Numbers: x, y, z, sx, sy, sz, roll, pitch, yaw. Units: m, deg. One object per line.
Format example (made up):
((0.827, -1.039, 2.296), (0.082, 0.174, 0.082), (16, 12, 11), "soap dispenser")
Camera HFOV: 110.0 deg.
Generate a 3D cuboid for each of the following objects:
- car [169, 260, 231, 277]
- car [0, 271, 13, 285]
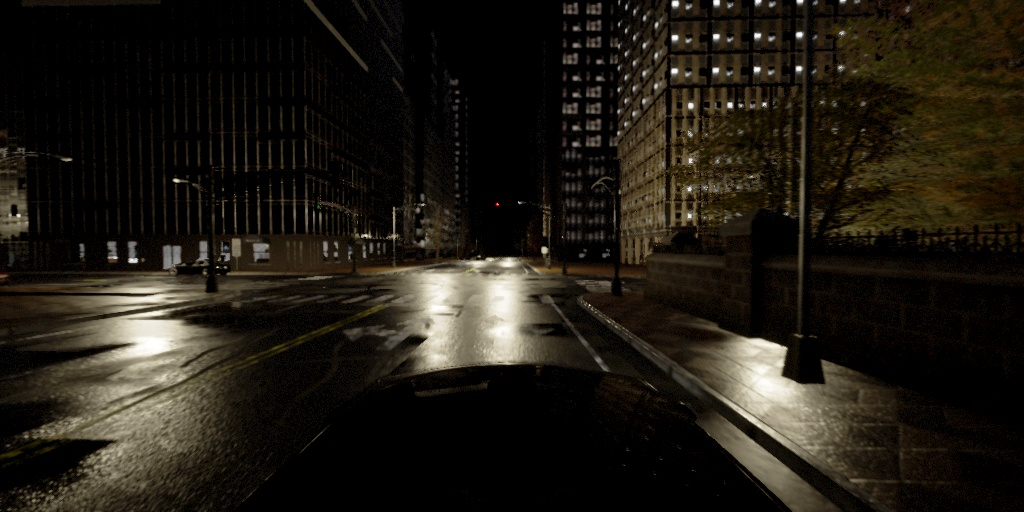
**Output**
((-25.534, 0.968, 29.425), (4.313, 1.339, 1.948), (0, 0, 2), "car")
((-32.861, 1.149, 21.562), (4.207, 1.307, 1.802), (0, 0, 2), "car")
